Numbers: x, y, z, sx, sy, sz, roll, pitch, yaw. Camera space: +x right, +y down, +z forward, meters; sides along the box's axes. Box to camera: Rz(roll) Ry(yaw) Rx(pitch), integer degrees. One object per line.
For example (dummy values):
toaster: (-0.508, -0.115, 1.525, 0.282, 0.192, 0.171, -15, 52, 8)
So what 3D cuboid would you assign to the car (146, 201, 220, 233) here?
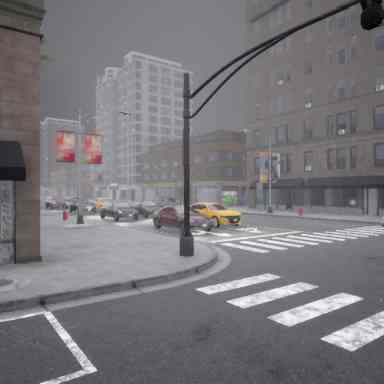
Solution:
car: (-0.679, 1.505, 19.589, 1.812, 1.442, 4.674, 0, 0, -35)

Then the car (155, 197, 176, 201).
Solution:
car: (-3.331, 1.301, 34.699, 2.097, 1.767, 4.553, 0, 0, -36)

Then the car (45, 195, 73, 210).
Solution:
car: (-17.434, 1.289, 42.866, 2.097, 1.767, 4.553, 0, 0, -35)

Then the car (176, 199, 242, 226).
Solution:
car: (1.233, 1.451, 22.475, 1.882, 1.535, 5.008, 0, 0, -35)

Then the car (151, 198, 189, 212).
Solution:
car: (-2.720, 1.488, 39.405, 2.033, 1.411, 5.357, 0, 0, -36)

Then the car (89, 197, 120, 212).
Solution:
car: (-10.142, 1.422, 38.263, 1.882, 1.535, 5.008, 0, 0, -36)

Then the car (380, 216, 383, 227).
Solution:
car: (12.841, 1.596, 17.841, 1.895, 1.301, 4.718, 0, 0, -36)

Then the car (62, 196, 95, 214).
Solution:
car: (-11.440, 1.443, 34.500, 2.128, 1.511, 4.902, 0, 0, -36)

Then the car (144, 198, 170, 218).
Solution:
car: (-4.208, 1.485, 30.040, 1.812, 1.442, 4.674, 0, 0, -36)

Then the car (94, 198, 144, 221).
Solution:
car: (-5.997, 1.491, 26.964, 1.812, 1.442, 4.674, 0, 0, -36)
